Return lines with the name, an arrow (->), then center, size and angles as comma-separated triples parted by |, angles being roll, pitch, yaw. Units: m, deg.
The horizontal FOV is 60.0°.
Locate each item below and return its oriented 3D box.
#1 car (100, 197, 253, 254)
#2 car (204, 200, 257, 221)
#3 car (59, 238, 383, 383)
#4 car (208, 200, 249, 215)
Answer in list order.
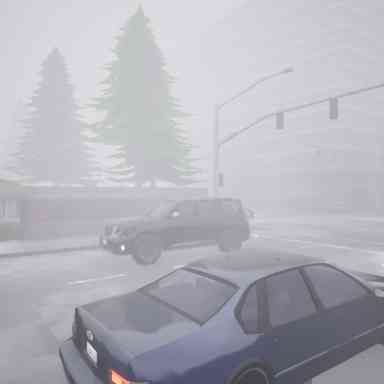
car -> -0.408, 1.222, 11.974 | 5.566, 2.045, 2.150 | 0, 0, -32
car -> 3.329, 1.557, 29.683 | 1.837, 1.490, 4.892 | 0, 1, -35
car -> 1.110, 1.547, 4.573 | 5.357, 1.411, 2.033 | 0, 0, -35
car -> 3.811, 1.619, 35.091 | 1.994, 1.385, 4.181 | 0, 0, -35
